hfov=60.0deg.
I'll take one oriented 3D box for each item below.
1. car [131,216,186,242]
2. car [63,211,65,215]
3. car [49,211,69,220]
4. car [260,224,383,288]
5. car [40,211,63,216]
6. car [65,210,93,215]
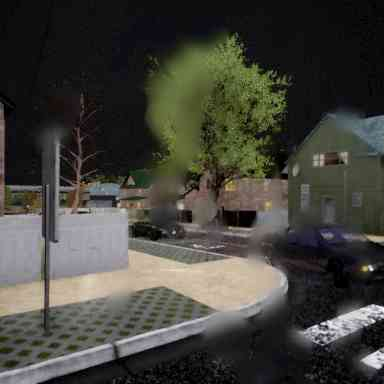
[{"bbox_3d":[-2.150,2.181,20.417,1.994,1.385,4.181,1,-2,-35],"label":"car"},{"bbox_3d":[-14.814,3.119,43.373,1.882,1.535,5.008,1,-3,-35],"label":"car"},{"bbox_3d":[-20.664,3.640,51.578,1.895,1.301,4.718,1,-3,-35],"label":"car"},{"bbox_3d":[3.898,1.682,9.835,2.033,1.411,5.357,0,-3,-15],"label":"car"},{"bbox_3d":[-19.272,3.260,44.818,2.128,1.511,4.902,1,-3,-35],"label":"car"},{"bbox_3d":[-10.387,2.667,32.092,1.837,1.490,4.892,1,-2,-35],"label":"car"}]
